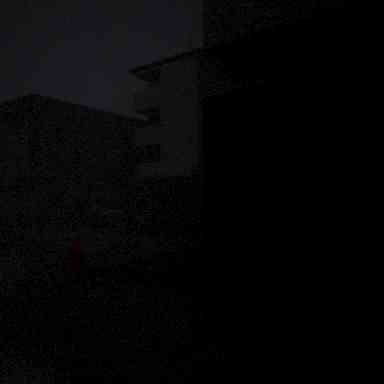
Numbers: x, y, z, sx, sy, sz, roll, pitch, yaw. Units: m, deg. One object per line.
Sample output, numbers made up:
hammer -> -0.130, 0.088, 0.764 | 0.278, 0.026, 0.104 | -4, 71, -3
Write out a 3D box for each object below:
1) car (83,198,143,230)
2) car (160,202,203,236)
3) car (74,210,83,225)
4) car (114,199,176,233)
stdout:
car -> -4.542, 1.328, 21.319 | 3.866, 1.878, 1.905 | 0, 0, -44
car -> 0.601, 1.470, 18.104 | 4.193, 1.474, 1.816 | 0, 0, -44
car -> -6.264, 1.511, 23.049 | 3.633, 1.501, 1.845 | 0, 0, -44
car -> -1.883, 1.417, 19.704 | 4.611, 1.667, 2.242 | 0, 0, -44
